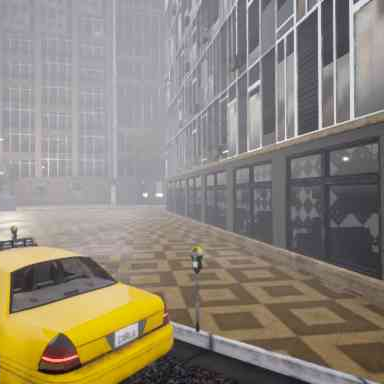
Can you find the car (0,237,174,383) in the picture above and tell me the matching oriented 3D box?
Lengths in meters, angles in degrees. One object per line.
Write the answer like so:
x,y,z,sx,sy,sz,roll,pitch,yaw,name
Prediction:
-2.752,1.456,4.955,5.366,1.575,1.801,0,0,36,car
